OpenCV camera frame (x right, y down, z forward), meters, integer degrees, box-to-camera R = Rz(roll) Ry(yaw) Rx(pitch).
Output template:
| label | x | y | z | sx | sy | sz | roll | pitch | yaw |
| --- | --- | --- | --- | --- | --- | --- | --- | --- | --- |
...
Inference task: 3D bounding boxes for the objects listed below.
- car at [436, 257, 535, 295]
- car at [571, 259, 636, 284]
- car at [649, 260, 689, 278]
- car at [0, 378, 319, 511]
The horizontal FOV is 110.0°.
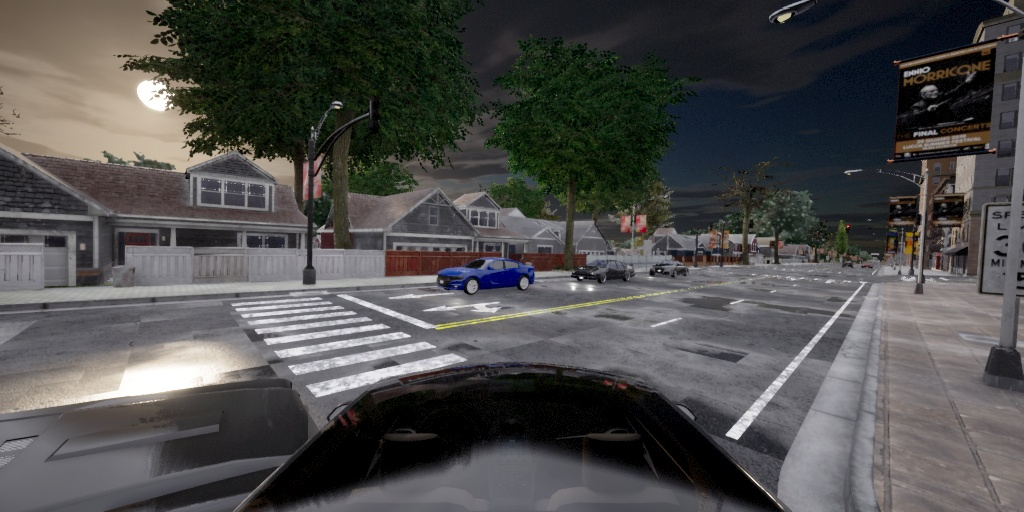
| label | x | y | z | sx | sy | sz | roll | pitch | yaw |
| --- | --- | --- | --- | --- | --- | --- | --- | --- | --- |
| car | -1.084 | 0.807 | 16.492 | 5.008 | 1.535 | 1.882 | 0 | 2 | -44 |
| car | 6.097 | 0.938 | 23.396 | 5.357 | 1.411 | 2.033 | 0 | 2 | -44 |
| car | 13.310 | 1.018 | 30.302 | 4.181 | 1.385 | 1.994 | 0 | 2 | -44 |
| car | -3.313 | 1.286 | 1.311 | 4.718 | 1.301 | 1.895 | 1 | 2 | -34 |
